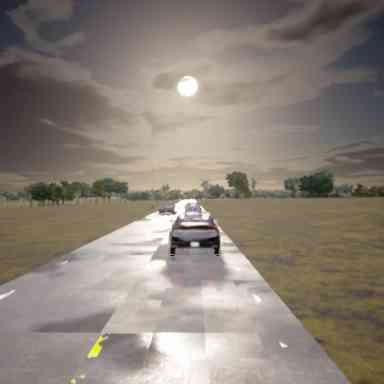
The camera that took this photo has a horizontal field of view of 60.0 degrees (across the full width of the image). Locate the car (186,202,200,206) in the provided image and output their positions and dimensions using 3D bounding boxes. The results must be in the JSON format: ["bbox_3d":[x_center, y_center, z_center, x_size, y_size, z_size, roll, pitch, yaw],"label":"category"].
[{"bbox_3d":[0.103,1.823,36.297,2.033,1.411,5.357,0,-1,0],"label":"car"}]

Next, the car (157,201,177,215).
[{"bbox_3d":[-2.828,1.804,38.502,1.837,1.490,4.892,0,-1,0],"label":"car"}]

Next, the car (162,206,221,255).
[{"bbox_3d":[0.098,1.550,13.526,2.128,1.511,4.902,0,0,0],"label":"car"}]
